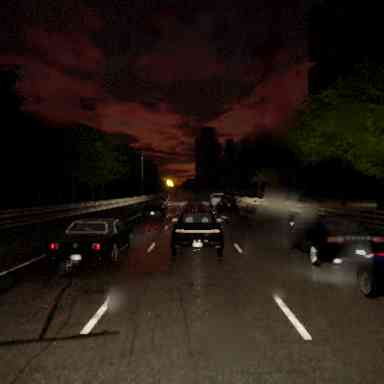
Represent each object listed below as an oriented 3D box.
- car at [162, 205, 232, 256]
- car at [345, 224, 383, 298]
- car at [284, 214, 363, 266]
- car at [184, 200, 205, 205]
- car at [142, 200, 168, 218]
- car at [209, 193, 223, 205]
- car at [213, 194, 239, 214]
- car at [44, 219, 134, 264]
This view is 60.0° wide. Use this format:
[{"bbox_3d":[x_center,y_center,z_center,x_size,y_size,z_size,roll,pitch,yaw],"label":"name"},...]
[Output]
[{"bbox_3d":[0.198,1.492,13.180,2.128,1.511,4.902,0,0,0],"label":"car"},{"bbox_3d":[4.592,1.542,5.580,1.812,1.442,4.674,0,0,1],"label":"car"},{"bbox_3d":[4.644,1.493,11.607,1.882,1.535,5.008,0,0,0],"label":"car"},{"bbox_3d":[0.243,1.515,31.521,1.812,1.442,4.674,0,0,0],"label":"car"},{"bbox_3d":[-3.255,1.485,29.739,1.837,1.490,4.892,0,0,0],"label":"car"},{"bbox_3d":[3.601,1.196,47.050,2.150,2.045,5.566,0,0,0],"label":"car"},{"bbox_3d":[3.702,1.347,35.271,2.097,1.767,4.553,0,0,0],"label":"car"},{"bbox_3d":[-3.311,1.591,11.792,1.895,1.301,4.718,0,0,0],"label":"car"}]
